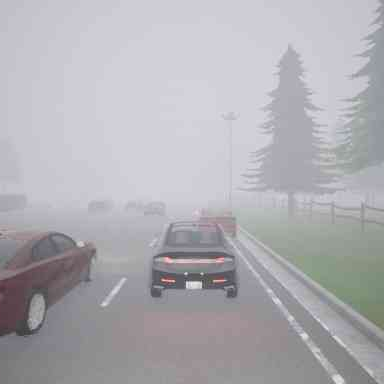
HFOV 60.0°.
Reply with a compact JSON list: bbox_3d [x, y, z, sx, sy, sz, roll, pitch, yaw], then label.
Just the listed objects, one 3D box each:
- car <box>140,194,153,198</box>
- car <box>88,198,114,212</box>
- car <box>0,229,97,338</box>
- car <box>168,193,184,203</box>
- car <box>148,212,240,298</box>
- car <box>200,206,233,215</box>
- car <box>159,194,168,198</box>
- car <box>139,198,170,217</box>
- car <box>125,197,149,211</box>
[{"bbox_3d":[-10.473,1.520,72.523,2.128,1.511,4.902,0,0,0],"label":"car"},{"bbox_3d":[-10.395,1.477,38.285,1.882,1.535,5.008,0,0,0],"label":"car"},{"bbox_3d":[-3.399,1.477,6.711,1.882,1.535,5.008,0,0,0],"label":"car"},{"bbox_3d":[-3.464,1.225,72.435,2.150,2.045,5.566,0,0,0],"label":"car"},{"bbox_3d":[0.054,1.492,8.510,2.128,1.511,4.902,0,0,0],"label":"car"},{"bbox_3d":[1.227,1.478,17.852,1.882,1.535,5.008,0,0,0],"label":"car"},{"bbox_3d":[-6.987,1.552,87.898,1.994,1.385,4.181,0,0,0],"label":"car"},{"bbox_3d":[-3.396,1.547,31.471,2.033,1.411,5.357,0,0,0],"label":"car"},{"bbox_3d":[-6.894,1.601,41.054,1.895,1.301,4.718,0,0,0],"label":"car"}]
